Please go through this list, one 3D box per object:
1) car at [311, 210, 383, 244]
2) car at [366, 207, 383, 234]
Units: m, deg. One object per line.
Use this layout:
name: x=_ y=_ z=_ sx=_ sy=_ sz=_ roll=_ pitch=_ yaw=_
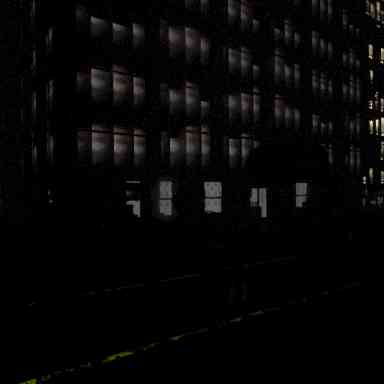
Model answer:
car: x=7.474 y=1.542 z=15.764 sx=4.507 sy=1.381 sz=1.887 roll=0 pitch=-1 yaw=-35
car: x=12.101 y=1.547 z=19.065 sx=4.403 sy=1.369 sz=2.008 roll=0 pitch=-1 yaw=-35
